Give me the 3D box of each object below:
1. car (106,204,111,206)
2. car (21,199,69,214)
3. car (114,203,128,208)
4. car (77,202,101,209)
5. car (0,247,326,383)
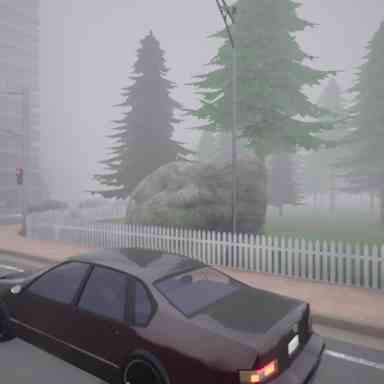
[{"bbox_3d":[-14.333,1.291,54.215,2.097,1.767,4.553,0,0,-12],"label":"car"},{"bbox_3d":[-15.252,1.488,34.937,2.033,1.411,5.357,0,0,17],"label":"car"},{"bbox_3d":[-9.869,1.504,47.962,1.994,1.385,4.181,0,0,-1],"label":"car"},{"bbox_3d":[-13.586,1.541,44.429,1.895,1.301,4.718,0,0,3],"label":"car"},{"bbox_3d":[-1.046,1.547,4.736,5.357,1.411,2.033,0,0,35],"label":"car"}]
